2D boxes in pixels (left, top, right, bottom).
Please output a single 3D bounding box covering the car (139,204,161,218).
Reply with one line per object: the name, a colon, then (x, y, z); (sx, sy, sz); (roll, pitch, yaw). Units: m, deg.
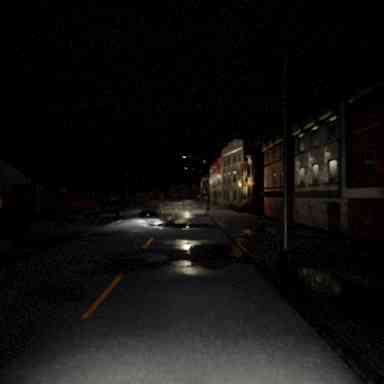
car: (-4.320, 1.976, 34.727); (1.895, 1.301, 4.718); (0, -1, 0)
